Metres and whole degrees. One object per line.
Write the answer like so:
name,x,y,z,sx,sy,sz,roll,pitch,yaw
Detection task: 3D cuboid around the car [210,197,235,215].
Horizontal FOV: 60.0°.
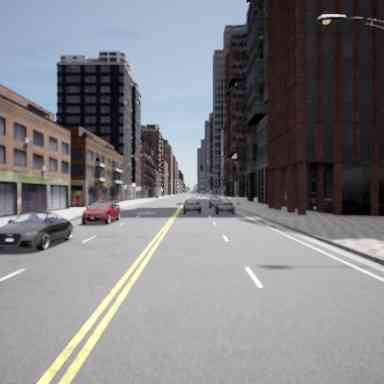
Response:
car,3.250,1.470,33.962,2.128,1.511,4.902,0,0,0

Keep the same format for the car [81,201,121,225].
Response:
car,-6.565,1.465,24.471,1.882,1.535,5.008,0,0,0

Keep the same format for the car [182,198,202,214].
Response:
car,0.022,1.470,34.593,2.128,1.511,4.902,0,0,0

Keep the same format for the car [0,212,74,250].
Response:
car,-6.584,1.558,14.050,1.994,1.385,4.181,0,0,1

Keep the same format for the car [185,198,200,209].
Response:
car,0.018,1.529,46.633,1.994,1.385,4.181,0,0,0

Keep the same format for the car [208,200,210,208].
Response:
car,3.269,1.457,46.472,2.128,1.511,4.902,0,0,0
